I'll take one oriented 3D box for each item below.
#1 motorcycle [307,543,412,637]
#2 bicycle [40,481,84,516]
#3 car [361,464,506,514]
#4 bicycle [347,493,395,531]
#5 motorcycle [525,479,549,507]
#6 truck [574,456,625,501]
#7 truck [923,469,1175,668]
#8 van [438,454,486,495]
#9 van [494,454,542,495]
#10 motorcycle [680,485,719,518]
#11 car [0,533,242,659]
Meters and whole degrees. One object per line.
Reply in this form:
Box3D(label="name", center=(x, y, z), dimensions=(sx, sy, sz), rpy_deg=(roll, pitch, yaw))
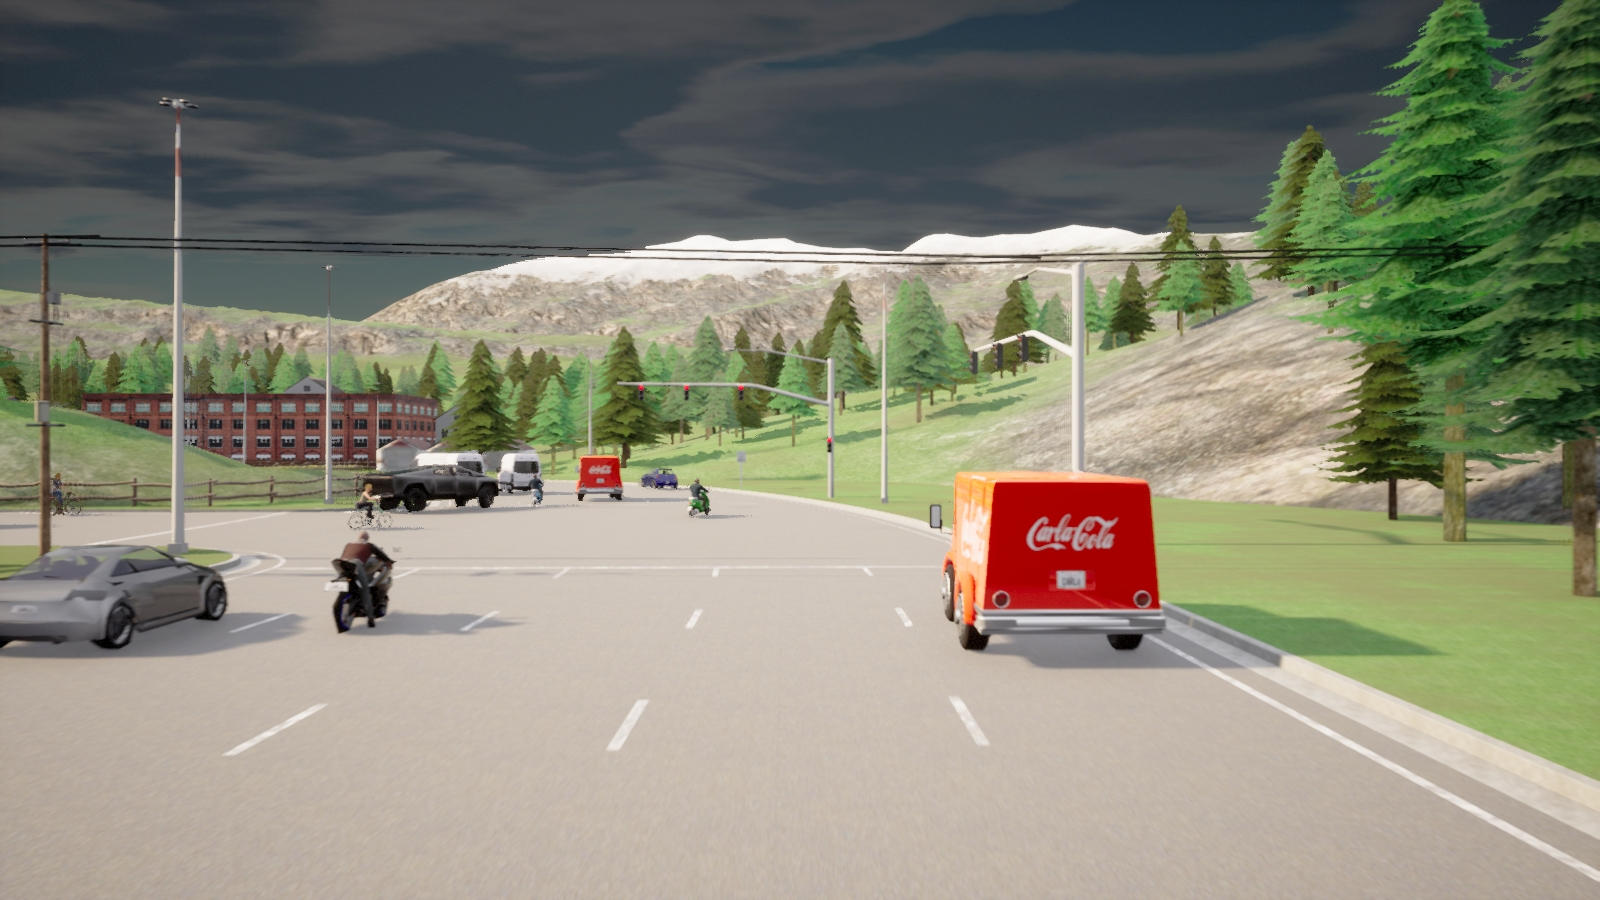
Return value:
Box3D(label="motorcycle", center=(-7.043, 2.205, 18.395), dimensions=(0.867, 1.251, 2.209), rpy_deg=(0, 0, -1))
Box3D(label="bicycle", center=(-31.389, 2.056, 48.594), dimensions=(1.643, 1.496, 0.373), rpy_deg=(0, 0, -1))
Box3D(label="car", center=(-16.972, 1.753, 53.278), dimensions=(2.390, 2.098, 6.274), rpy_deg=(0, 0, 34))
Box3D(label="bicycle", center=(-15.091, 2.158, 40.182), dimensions=(1.487, 1.276, 0.859), rpy_deg=(0, -1, -27))
Box3D(label="motorcycle", center=(-13.177, 2.142, 57.317), dimensions=(0.856, 1.316, 1.805), rpy_deg=(-4, 0, -5))
Box3D(label="truck", center=(-11.527, 1.571, 65.315), dimensions=(2.627, 2.467, 5.204), rpy_deg=(0, 0, -13))
Box3D(label="truck", center=(3.481, 1.568, 17.271), dimensions=(2.627, 2.467, 5.204), rpy_deg=(0, 0, -1))
Box3D(label="van", center=(-21.992, 1.535, 74.196), dimensions=(1.988, 2.561, 5.915), rpy_deg=(1, 0, -26))
Box3D(label="van", center=(-18.579, 1.535, 75.089), dimensions=(1.988, 2.561, 5.915), rpy_deg=(0, 0, -25))
Box3D(label="motorcycle", center=(-4.219, 2.142, 47.959), dimensions=(0.856, 1.316, 1.805), rpy_deg=(-2, -1, 23))
Box3D(label="car", center=(-10.522, 2.119, 17.465), dimensions=(1.994, 1.385, 4.181), rpy_deg=(0, 0, -1))
